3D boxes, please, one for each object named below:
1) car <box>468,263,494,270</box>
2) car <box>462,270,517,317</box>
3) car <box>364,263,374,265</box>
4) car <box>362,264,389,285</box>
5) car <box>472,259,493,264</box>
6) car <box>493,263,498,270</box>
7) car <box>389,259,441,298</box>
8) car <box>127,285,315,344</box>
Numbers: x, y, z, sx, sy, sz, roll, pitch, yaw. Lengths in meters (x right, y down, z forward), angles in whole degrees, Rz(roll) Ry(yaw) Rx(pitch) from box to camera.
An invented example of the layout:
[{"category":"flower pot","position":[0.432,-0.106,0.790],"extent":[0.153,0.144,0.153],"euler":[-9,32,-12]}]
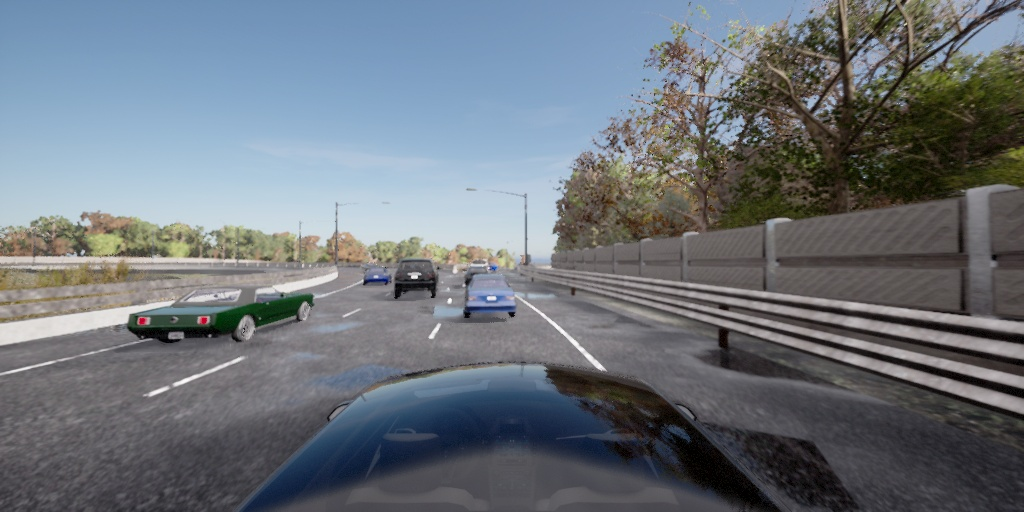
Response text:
[{"category":"car","position":[-2.645,1.534,27.348],"extent":[1.837,1.490,4.892],"euler":[0,0,-7]},{"category":"car","position":[-0.945,1.430,13.962],"extent":[2.033,1.411,5.357],"euler":[0,-1,-6]},{"category":"car","position":[-21.609,1.831,54.396],"extent":[2.128,1.511,4.902],"euler":[0,-1,-30]},{"category":"car","position":[-11.242,1.632,30.127],"extent":[1.994,1.385,4.181],"euler":[0,-1,-16]},{"category":"car","position":[-3.790,1.419,42.951],"extent":[2.150,2.045,5.566],"euler":[0,-1,-2]},{"category":"car","position":[-3.412,1.847,58.977],"extent":[1.882,1.535,5.008],"euler":[0,-1,3]},{"category":"car","position":[-5.326,1.178,20.419],"extent":[2.150,2.045,5.566],"euler":[0,-1,-10]},{"category":"car","position":[-7.430,1.448,9.955],"extent":[1.895,1.301,4.718],"euler":[0,-1,-5]}]
